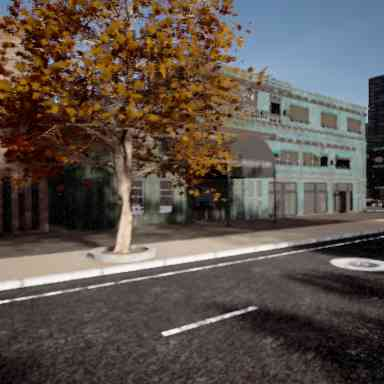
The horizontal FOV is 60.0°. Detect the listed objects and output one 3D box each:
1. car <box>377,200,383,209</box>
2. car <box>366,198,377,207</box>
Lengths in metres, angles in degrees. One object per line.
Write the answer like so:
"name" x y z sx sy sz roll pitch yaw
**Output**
"car" 28.115 1.798 45.033 1.947 1.339 4.313 -2 0 -36
"car" 30.014 1.793 56.793 2.008 1.369 4.403 -2 0 -36
